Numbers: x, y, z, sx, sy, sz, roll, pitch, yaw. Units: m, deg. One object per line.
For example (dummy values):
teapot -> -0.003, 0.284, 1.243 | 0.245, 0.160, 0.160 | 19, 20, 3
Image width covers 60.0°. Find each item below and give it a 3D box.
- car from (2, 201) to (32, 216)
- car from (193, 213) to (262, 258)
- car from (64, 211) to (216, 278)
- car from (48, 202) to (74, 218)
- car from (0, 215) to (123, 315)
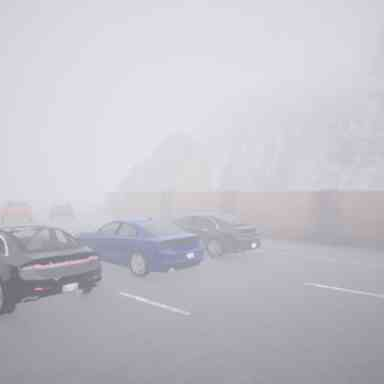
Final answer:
car -> -14.276, 1.493, 27.150 | 2.097, 1.767, 4.553 | 0, 0, -28
car -> 0.384, 1.581, 13.193 | 4.892, 1.490, 1.837 | 1, 0, 43
car -> -1.856, 1.535, 10.494 | 5.008, 1.535, 1.882 | 0, 0, 43
car -> -11.811, 1.650, 29.980 | 2.128, 1.511, 4.902 | 0, 0, -26
car -> -4.002, 1.534, 7.744 | 4.902, 1.511, 2.128 | 0, 0, 43
